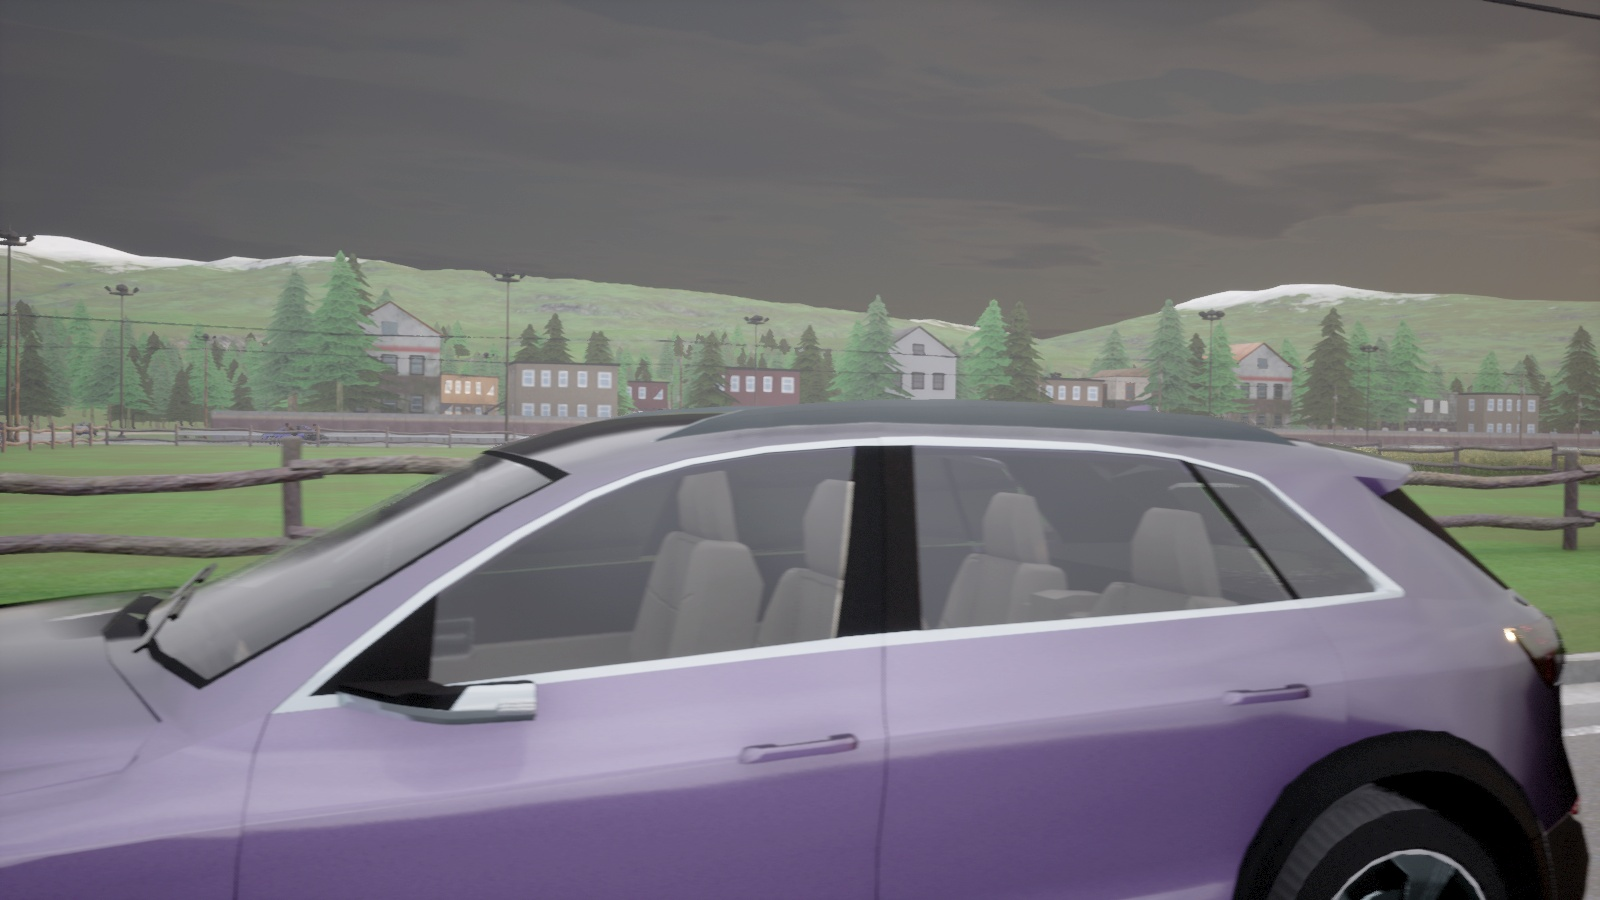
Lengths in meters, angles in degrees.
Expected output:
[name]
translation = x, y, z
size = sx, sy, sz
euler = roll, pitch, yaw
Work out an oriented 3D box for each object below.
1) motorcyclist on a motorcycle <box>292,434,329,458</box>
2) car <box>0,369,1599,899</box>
[motorcyclist on a motorcycle]
translation = -33.752, -0.295, 86.545
size = 2.350, 1.649, 0.766
euler = -1, 1, -21
[car]
translation = -0.297, 0.685, 3.126
size = 4.856, 1.649, 2.033
euler = -1, 1, -21
